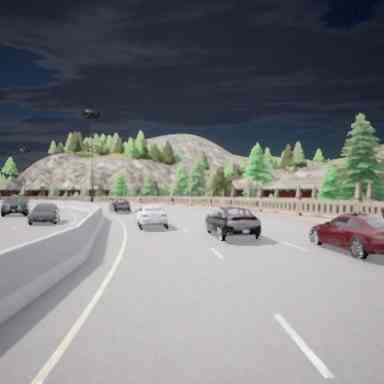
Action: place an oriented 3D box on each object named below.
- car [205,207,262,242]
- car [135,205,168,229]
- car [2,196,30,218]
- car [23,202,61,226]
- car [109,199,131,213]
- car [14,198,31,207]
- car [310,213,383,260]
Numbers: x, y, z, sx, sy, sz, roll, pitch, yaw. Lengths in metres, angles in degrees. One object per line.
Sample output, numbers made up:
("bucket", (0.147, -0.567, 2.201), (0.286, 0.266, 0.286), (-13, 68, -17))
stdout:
("car", (1.914, 1.503, 16.714), (2.128, 1.511, 4.902), (0, 0, -10))
("car", (-2.743, 1.573, 22.042), (1.812, 1.442, 4.674), (0, 0, -13))
("car", (-17.639, 1.404, 33.450), (2.150, 2.045, 5.566), (0, 0, -23))
("car", (-10.902, 1.610, 24.805), (1.837, 1.490, 4.892), (0, 0, -17))
("car", (-8.558, 1.625, 39.234), (2.128, 1.511, 4.902), (0, 0, -24))
("car", (-31.382, 1.950, 61.452), (1.812, 1.442, 4.674), (0, 0, -41))
("car", (6.120, 1.509, 12.270), (1.812, 1.442, 4.674), (0, 0, -7))
